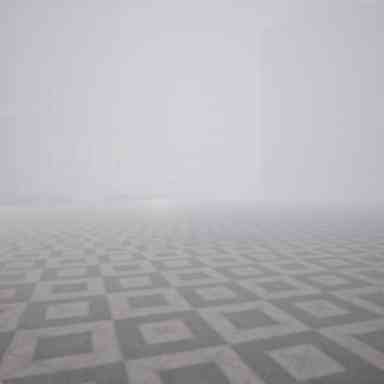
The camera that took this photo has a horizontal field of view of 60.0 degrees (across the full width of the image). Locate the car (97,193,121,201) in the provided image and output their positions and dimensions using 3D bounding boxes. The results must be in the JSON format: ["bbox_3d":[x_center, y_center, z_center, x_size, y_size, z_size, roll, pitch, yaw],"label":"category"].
[{"bbox_3d":[-16.411,0.916,65.984,2.008,1.369,4.403,1,1,36],"label":"car"}]

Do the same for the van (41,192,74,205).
[{"bbox_3d":[-18.994,0.912,47.690,1.690,1.788,3.998,1,1,36],"label":"van"}]

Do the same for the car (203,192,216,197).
[{"bbox_3d":[3.212,0.664,78.798,1.887,1.381,4.507,1,1,36],"label":"car"}]

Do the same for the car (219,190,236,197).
[{"bbox_3d":[9.556,0.598,87.685,1.802,1.307,4.206,1,1,36],"label":"car"}]

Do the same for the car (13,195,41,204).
[{"bbox_3d":[-25.927,1.118,52.655,1.887,1.381,4.507,1,1,36],"label":"car"}]

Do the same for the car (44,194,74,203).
[{"bbox_3d":[-22.756,1.052,57.097,2.008,1.369,4.403,1,1,36],"label":"car"}]

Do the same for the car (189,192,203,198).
[{"bbox_3d":[0.040,0.616,74.354,1.967,1.590,4.097,1,1,36],"label":"car"}]

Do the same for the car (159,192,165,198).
[{"bbox_3d":[-6.895,0.723,79.313,1.887,1.381,4.507,1,1,36],"label":"car"}]

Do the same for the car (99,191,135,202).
[{"bbox_3d":[-12.649,0.746,56.577,2.192,1.841,5.009,1,1,36],"label":"car"}]

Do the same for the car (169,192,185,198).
[{"bbox_3d":[-3.723,0.704,83.756,1.802,1.307,4.206,1,1,36],"label":"car"}]

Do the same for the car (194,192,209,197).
[{"bbox_3d":[2.621,0.585,92.642,1.947,1.339,4.313,1,1,36],"label":"car"}]

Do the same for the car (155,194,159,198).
[{"bbox_3d":[-10.066,0.678,74.868,1.967,1.590,4.097,1,1,36],"label":"car"}]

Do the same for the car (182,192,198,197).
[{"bbox_3d":[-0.551,0.619,88.199,2.008,1.369,4.403,1,1,36],"label":"car"}]

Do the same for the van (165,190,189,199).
[{"bbox_3d":[-3.132,0.576,69.909,1.690,1.788,3.998,1,1,36],"label":"van"}]

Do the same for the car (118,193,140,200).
[{"bbox_3d":[-13.238,0.851,70.427,2.008,1.369,4.403,1,1,36],"label":"car"}]

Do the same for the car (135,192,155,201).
[{"bbox_3d":[-9.477,0.914,61.024,2.008,1.369,4.403,1,1,36],"label":"car"}]
